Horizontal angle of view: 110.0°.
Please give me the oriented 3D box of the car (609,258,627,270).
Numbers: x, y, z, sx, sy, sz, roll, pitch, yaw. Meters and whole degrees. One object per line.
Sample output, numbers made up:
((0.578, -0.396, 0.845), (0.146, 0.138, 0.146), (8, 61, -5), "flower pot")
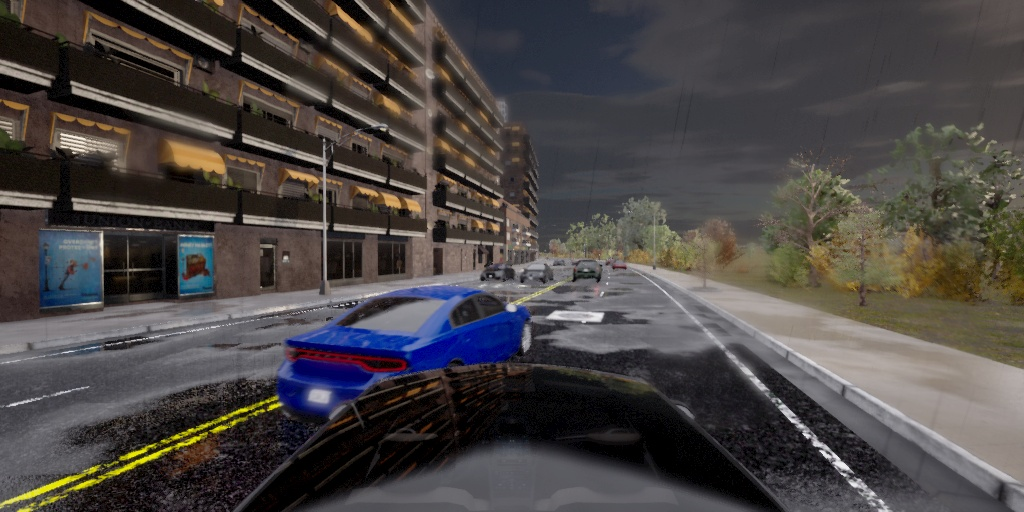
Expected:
((15.913, 1.274, 53.371), (1.994, 1.385, 4.181), (0, 0, 13), "car")

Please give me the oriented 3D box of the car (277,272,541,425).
((-1.106, 1.227, 5.884), (1.882, 1.535, 5.008), (0, 0, 19), "car")

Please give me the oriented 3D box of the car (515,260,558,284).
((1.940, 1.265, 26.844), (1.812, 1.442, 4.674), (0, 0, 17), "car")

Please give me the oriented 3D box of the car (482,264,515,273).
((-1.020, 1.305, 28.306), (1.994, 1.385, 4.181), (0, 0, 16), "car")

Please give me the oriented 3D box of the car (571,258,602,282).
((6.171, 1.089, 28.992), (2.097, 1.767, 4.553), (0, 0, 16), "car")
